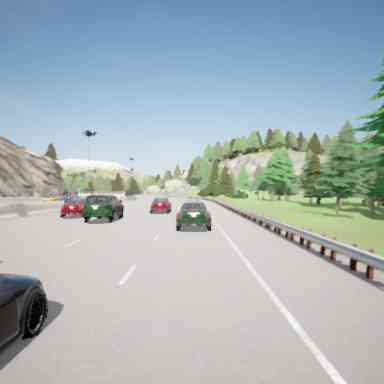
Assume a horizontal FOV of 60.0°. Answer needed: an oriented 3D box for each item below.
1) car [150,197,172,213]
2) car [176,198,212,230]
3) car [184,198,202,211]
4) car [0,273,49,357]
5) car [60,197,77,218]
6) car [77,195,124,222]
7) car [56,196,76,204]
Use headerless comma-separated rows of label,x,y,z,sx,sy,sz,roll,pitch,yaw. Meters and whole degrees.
car,-3.391,1.364,37.295,2.097,1.767,4.553,0,0,0
car,0.103,1.358,21.113,2.097,1.767,4.553,0,0,0
car,0.109,1.504,41.852,2.128,1.511,4.902,0,0,0
car,-3.398,1.565,3.915,1.994,1.385,4.181,0,0,0
car,-10.394,1.362,30.833,2.097,1.767,4.553,0,0,0
car,-6.895,1.230,26.334,2.150,2.045,5.566,0,0,0
car,-24.486,1.499,64.775,1.882,1.535,5.008,0,0,0
